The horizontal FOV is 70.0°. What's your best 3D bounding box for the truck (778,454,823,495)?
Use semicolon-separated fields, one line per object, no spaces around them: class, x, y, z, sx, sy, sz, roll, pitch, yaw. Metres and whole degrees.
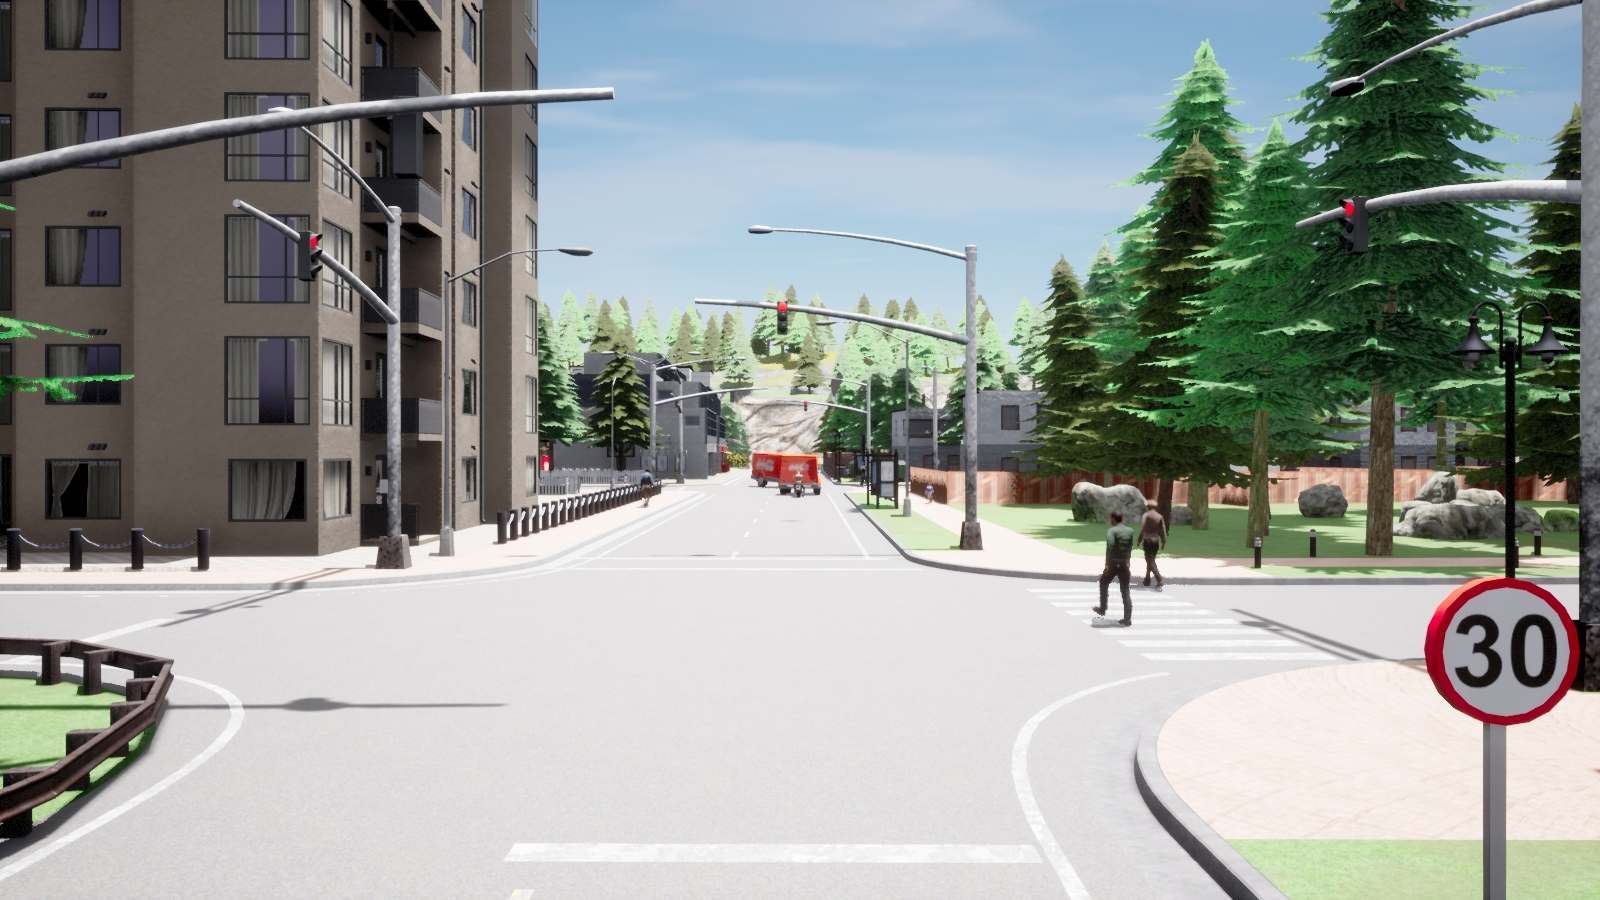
truck;0.071;1.506;71.518;2.627;2.467;5.204;0;0;3

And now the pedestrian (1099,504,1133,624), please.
pedestrian;5.020;1.806;18.177;0.375;1.860;0.375;0;0;-19

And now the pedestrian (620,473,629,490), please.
pedestrian;-11.410;2.028;74.386;0.500;1.100;0.500;0;0;0

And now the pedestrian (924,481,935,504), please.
pedestrian;6.179;2.026;54.480;0.500;1.100;0.500;0;0;0

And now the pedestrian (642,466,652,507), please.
pedestrian;-6.963;1.646;52.031;0.375;1.860;0.375;0;0;1

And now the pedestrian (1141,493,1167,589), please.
pedestrian;7.023;1.801;22.692;0.375;1.860;0.375;0;0;-7
